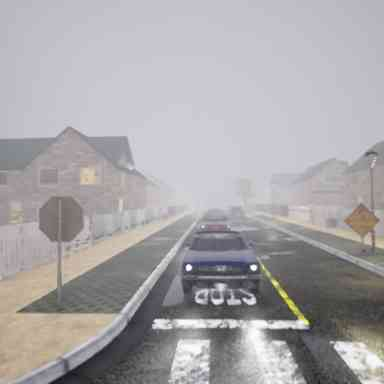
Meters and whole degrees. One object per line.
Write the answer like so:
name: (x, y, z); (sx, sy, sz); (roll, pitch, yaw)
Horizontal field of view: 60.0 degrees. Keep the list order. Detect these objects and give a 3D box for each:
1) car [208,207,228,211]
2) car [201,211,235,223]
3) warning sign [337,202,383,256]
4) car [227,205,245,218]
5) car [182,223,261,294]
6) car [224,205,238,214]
car: (2.336, 2.407, 34.314); (1.994, 1.385, 4.181); (-1, -2, 4)
car: (1.494, 2.101, 21.019); (1.895, 1.301, 4.718); (-1, -2, 4)
warning sign: (6.310, 1.336, 12.366); (1.300, 1.860, 1.060); (-2, -3, 3)
car: (5.883, 2.584, 44.115); (1.837, 1.490, 4.892); (-1, -2, 3)
car: (0.781, 1.817, 9.553); (1.895, 1.301, 4.718); (-1, -1, 3)
car: (6.694, 3.017, 57.197); (2.033, 1.411, 5.357); (-1, -2, 4)
